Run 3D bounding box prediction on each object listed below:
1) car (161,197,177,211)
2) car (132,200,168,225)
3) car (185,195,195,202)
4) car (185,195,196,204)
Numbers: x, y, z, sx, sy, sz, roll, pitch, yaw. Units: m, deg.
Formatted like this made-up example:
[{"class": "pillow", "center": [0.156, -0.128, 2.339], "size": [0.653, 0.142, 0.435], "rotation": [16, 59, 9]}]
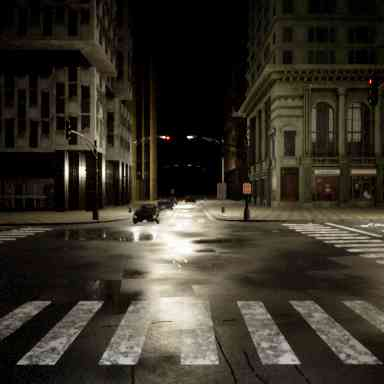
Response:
[{"class": "car", "center": [-3.255, 1.536, 40.367], "size": [1.994, 1.385, 4.181], "rotation": [0, 0, 0]}, {"class": "car", "center": [-3.153, 1.543, 24.739], "size": [2.033, 1.411, 5.357], "rotation": [0, 0, 0]}, {"class": "car", "center": [-0.427, 1.454, 73.760], "size": [1.994, 1.385, 4.181], "rotation": [0, 0, 0]}, {"class": "car", "center": [-0.260, 1.451, 63.948], "size": [1.812, 1.442, 4.674], "rotation": [0, 0, 0]}]
